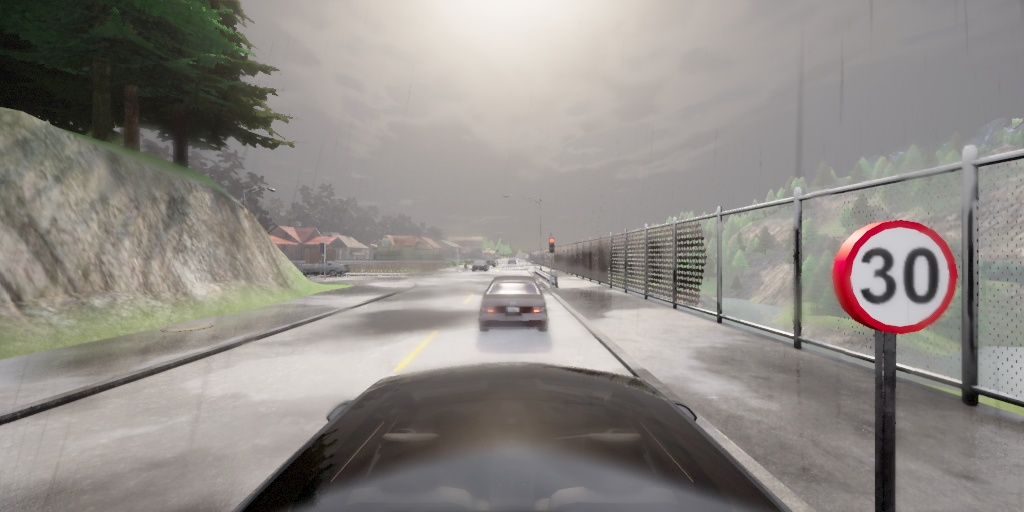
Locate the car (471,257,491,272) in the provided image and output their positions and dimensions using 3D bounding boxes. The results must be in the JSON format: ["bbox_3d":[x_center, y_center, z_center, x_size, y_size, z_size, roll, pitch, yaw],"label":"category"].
[{"bbox_3d":[-4.080,1.228,46.181,1.882,1.535,5.008,0,0,0],"label":"car"}]

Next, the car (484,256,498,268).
[{"bbox_3d":[-4.044,0.973,62.432,2.150,2.045,5.566,0,0,0],"label":"car"}]

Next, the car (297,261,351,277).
[{"bbox_3d":[-18.073,1.241,34.457,4.902,1.511,2.128,0,0,1],"label":"car"}]

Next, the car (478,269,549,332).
[{"bbox_3d":[0.052,1.297,10.835,2.033,1.411,5.357,0,0,0],"label":"car"}]
